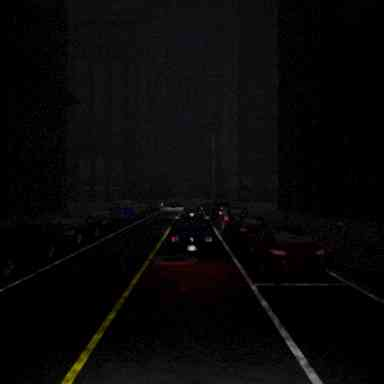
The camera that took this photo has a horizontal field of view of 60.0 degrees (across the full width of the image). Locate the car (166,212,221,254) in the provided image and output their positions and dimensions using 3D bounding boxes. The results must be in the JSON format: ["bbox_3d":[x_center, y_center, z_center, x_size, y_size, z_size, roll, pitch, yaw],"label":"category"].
[{"bbox_3d":[0.002,1.734,14.106,1.895,1.301,4.718,0,-1,0],"label":"car"}]

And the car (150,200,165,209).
[{"bbox_3d":[-5.765,2.100,55.441,2.008,1.369,4.403,0,-1,0],"label":"car"}]

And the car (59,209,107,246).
[{"bbox_3d":[-5.765,1.702,15.986,2.008,1.369,4.403,0,-1,0],"label":"car"}]

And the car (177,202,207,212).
[{"bbox_3d":[0.004,1.846,29.332,1.994,1.385,4.181,0,-1,0],"label":"car"}]

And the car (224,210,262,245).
[{"bbox_3d":[2.760,1.734,15.992,1.802,1.307,4.206,0,-1,0],"label":"car"}]

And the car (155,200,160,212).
[{"bbox_3d":[-5.765,1.998,44.168,1.947,1.339,4.313,0,-1,0],"label":"car"}]

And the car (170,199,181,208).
[{"bbox_3d":[-3.005,2.088,61.251,1.882,1.535,5.008,0,-1,0],"label":"car"}]

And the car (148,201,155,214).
[{"bbox_3d":[-5.765,1.956,38.532,1.802,1.307,4.206,0,-1,0],"label":"car"}]

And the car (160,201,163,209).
[{"bbox_3d":[-5.765,2.056,49.804,1.947,1.339,4.313,0,-1,0],"label":"car"}]

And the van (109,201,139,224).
[{"bbox_3d":[-5.766,1.602,27.262,1.690,1.788,3.998,0,-1,0],"label":"van"}]

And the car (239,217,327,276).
[{"bbox_3d":[2.760,1.680,10.355,1.802,1.307,4.206,0,-1,0],"label":"car"}]

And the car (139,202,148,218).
[{"bbox_3d":[-5.765,1.841,32.726,1.752,1.417,4.829,0,-1,0],"label":"car"}]

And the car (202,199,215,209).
[{"bbox_3d":[2.760,1.989,55.443,1.967,1.590,4.097,0,-1,0],"label":"car"}]

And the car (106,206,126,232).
[{"bbox_3d":[-5.765,1.788,21.623,1.802,1.307,4.206,0,-1,0],"label":"car"}]

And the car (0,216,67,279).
[{"bbox_3d":[-5.765,1.664,10.350,1.947,1.339,4.313,0,-1,0],"label":"car"}]

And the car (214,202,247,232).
[{"bbox_3d":[2.759,1.646,21.629,1.967,1.590,4.097,0,-1,0],"label":"car"}]

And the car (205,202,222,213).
[{"bbox_3d":[2.760,1.998,44.170,1.947,1.339,4.313,0,-1,0],"label":"car"}]

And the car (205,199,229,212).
[{"bbox_3d":[2.759,1.633,32.901,2.192,1.841,5.009,0,-1,0],"label":"car"}]
